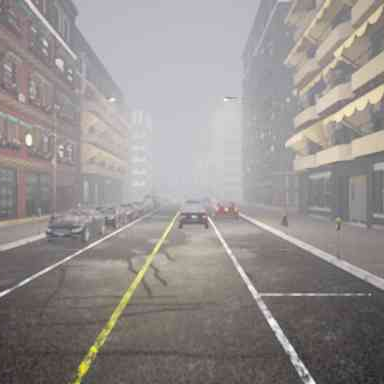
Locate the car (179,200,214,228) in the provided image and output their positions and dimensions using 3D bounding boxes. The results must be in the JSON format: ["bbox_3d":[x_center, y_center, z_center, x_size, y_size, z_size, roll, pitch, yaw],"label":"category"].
[{"bbox_3d":[0.101,1.469,21.558,2.033,1.411,5.357,0,0,0],"label":"car"}]

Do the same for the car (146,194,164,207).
[{"bbox_3d":[-5.302,1.157,43.375,2.192,1.841,5.009,1,0,0],"label":"car"}]

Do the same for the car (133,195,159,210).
[{"bbox_3d":[-5.305,1.413,37.827,2.008,1.369,4.403,1,0,0],"label":"car"}]

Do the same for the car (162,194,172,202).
[{"bbox_3d":[-5.312,1.177,71.120,1.967,1.590,4.097,1,0,0],"label":"car"}]

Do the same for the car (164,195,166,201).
[{"bbox_3d":[-5.305,1.387,48.925,1.947,1.339,4.313,1,0,0],"label":"car"}]

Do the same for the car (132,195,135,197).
[{"bbox_3d":[-17.621,1.245,90.508,4.313,1.339,1.947,0,-1,0],"label":"car"}]

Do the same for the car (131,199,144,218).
[{"bbox_3d":[-5.306,1.485,26.729,1.802,1.307,4.206,1,0,0],"label":"car"}]

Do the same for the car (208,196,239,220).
[{"bbox_3d":[2.576,1.344,26.749,1.967,1.590,4.097,1,0,0],"label":"car"}]

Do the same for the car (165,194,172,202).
[{"bbox_3d":[-5.309,1.340,65.571,1.802,1.307,4.206,1,0,0],"label":"car"}]

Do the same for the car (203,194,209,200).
[{"bbox_3d":[2.575,1.361,60.044,1.802,1.307,4.206,1,0,0],"label":"car"}]

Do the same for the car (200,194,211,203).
[{"bbox_3d":[2.577,1.198,65.593,1.967,1.590,4.097,1,0,0],"label":"car"}]

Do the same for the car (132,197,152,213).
[{"bbox_3d":[-5.306,1.465,32.278,1.802,1.307,4.206,1,0,0],"label":"car"}]

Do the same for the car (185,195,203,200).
[{"bbox_3d":[0.099,1.328,41.104,1.882,1.535,5.008,0,0,0],"label":"car"}]

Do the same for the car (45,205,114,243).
[{"bbox_3d":[-5.306,1.494,15.631,2.008,1.369,4.403,1,0,0],"label":"car"}]

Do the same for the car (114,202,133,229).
[{"bbox_3d":[-5.306,1.489,21.180,1.947,1.339,4.313,1,0,0],"label":"car"}]
